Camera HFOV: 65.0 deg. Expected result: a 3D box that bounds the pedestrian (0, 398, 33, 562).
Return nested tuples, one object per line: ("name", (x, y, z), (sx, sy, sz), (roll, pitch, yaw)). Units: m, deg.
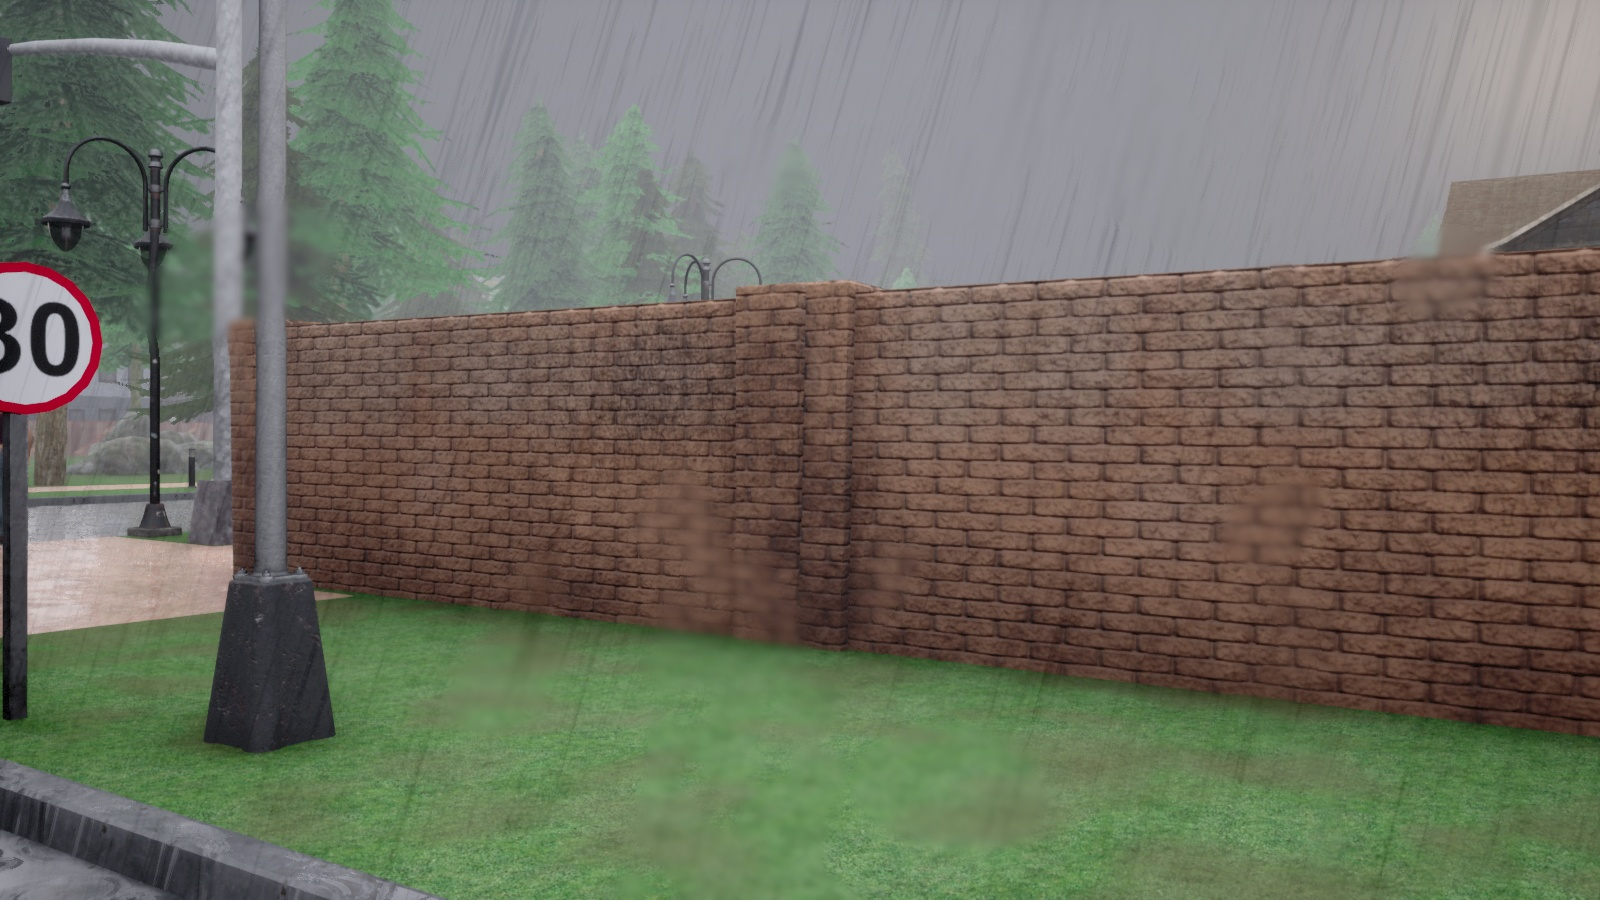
("pedestrian", (-9.081, 0.333, 14.288), (0.594, 1.836, 0.345), (0, 1, 32))
